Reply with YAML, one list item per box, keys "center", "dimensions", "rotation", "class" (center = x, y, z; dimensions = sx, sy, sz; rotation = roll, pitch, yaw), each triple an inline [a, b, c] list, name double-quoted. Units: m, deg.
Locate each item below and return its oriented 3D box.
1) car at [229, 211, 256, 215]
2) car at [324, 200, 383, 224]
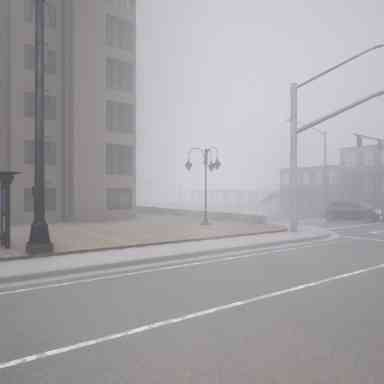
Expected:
- center: [4.791, 2.775, 35.049]
  dimensions: [2.128, 1.511, 4.902]
  rotation: [0, -10, -36]
  class: "car"
- center: [12.287, 1.382, 24.683]
  dimensions: [2.097, 1.767, 4.553]
  rotation: [0, -2, -35]
  class: "car"
